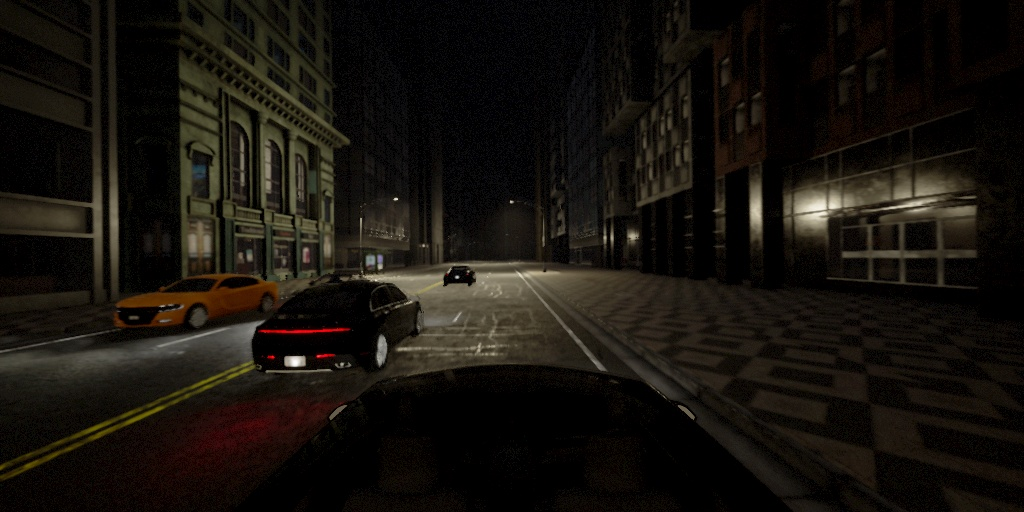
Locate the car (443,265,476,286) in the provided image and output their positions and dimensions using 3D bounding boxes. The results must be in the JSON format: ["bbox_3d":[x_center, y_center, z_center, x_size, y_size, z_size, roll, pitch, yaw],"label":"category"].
[{"bbox_3d":[-3.667,1.356,25.652,1.994,1.385,4.181,-1,0,-1],"label":"car"}]

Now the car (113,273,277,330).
[{"bbox_3d":[-10.042,1.359,11.963,1.882,1.535,5.008,-1,0,-1],"label":"car"}]

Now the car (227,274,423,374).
[{"bbox_3d":[-3.240,1.296,7.679,1.837,1.490,4.892,-1,0,-1],"label":"car"}]

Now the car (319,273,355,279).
[{"bbox_3d":[-6.843,1.402,14.189,1.994,1.385,4.181,-1,0,-1],"label":"car"}]
